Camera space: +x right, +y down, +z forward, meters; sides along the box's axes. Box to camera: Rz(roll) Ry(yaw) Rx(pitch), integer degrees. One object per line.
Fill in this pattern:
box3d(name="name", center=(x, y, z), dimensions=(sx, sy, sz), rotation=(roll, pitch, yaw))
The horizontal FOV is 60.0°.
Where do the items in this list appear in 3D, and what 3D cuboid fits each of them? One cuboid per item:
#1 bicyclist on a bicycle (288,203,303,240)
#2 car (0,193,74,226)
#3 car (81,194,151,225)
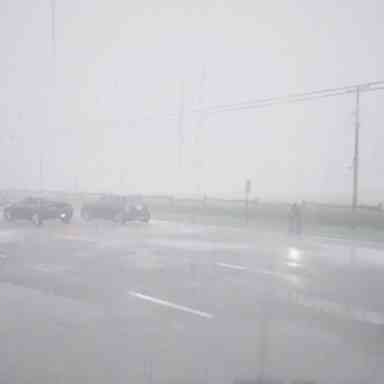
box3d(name="bicyclist on a bicycle", center=(4.615, 1.290, 14.823), dimensions=(0.582, 1.620, 1.656), rotation=(2, 1, 35))
box3d(name="car", center=(-8.699, 0.981, 18.762), dimensions=(4.892, 1.490, 1.837), rotation=(0, 0, 35))
box3d(name="car", center=(-4.687, 0.907, 20.190), dimensions=(4.553, 1.767, 2.097), rotation=(2, 1, 37))
